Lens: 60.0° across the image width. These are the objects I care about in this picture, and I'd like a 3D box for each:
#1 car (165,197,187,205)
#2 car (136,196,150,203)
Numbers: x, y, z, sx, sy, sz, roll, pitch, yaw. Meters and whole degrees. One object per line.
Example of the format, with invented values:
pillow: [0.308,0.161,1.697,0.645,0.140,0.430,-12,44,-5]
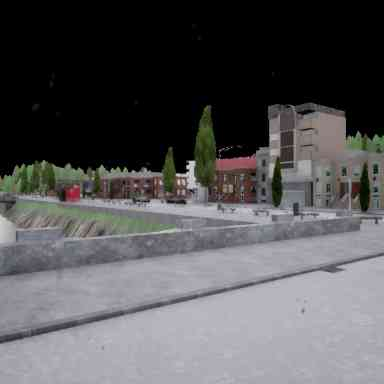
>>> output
car: [-2.918,1.601,58.452,1.895,1.301,4.718,0,0,-35]
car: [-10.357,1.561,68.882,1.994,1.385,4.181,0,0,-35]
